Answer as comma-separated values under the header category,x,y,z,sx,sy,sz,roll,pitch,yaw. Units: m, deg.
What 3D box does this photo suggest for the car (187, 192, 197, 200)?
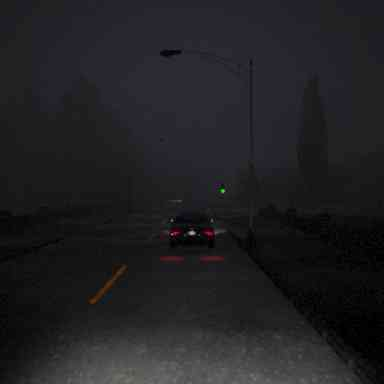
category,x,y,z,sx,sy,sz,roll,pitch,yaw
car,0.000,1.109,85.452,2.150,2.045,5.566,0,0,0

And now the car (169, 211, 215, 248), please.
category,x,y,z,sx,sy,sz,roll,pitch,yaw
car,0.000,1.561,14.650,2.033,1.411,5.357,0,0,0

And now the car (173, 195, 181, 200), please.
category,x,y,z,sx,sy,sz,roll,pitch,yaw
car,-4.000,1.588,89.785,1.895,1.301,4.718,0,0,0
